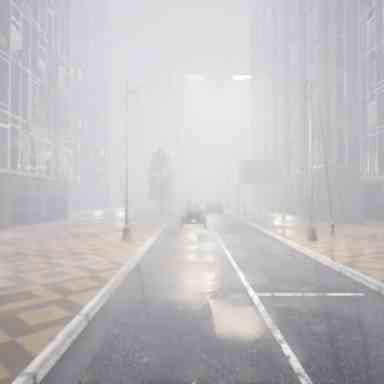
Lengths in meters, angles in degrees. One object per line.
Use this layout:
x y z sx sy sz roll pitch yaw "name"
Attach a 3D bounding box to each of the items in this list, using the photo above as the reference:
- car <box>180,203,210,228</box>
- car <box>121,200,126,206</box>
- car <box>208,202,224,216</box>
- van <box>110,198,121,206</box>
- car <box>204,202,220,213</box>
0.112 1.767 24.122 1.812 1.442 4.674 0 -1 0 "car"
-17.425 2.588 79.089 4.403 1.369 2.008 -1 -1 14 "car"
2.593 1.827 38.379 1.967 1.590 4.097 1 -1 0 "car"
-17.804 2.153 70.926 3.998 1.788 1.690 -1 -1 14 "van"
2.592 2.028 43.944 1.802 1.307 4.206 1 -1 0 "car"
